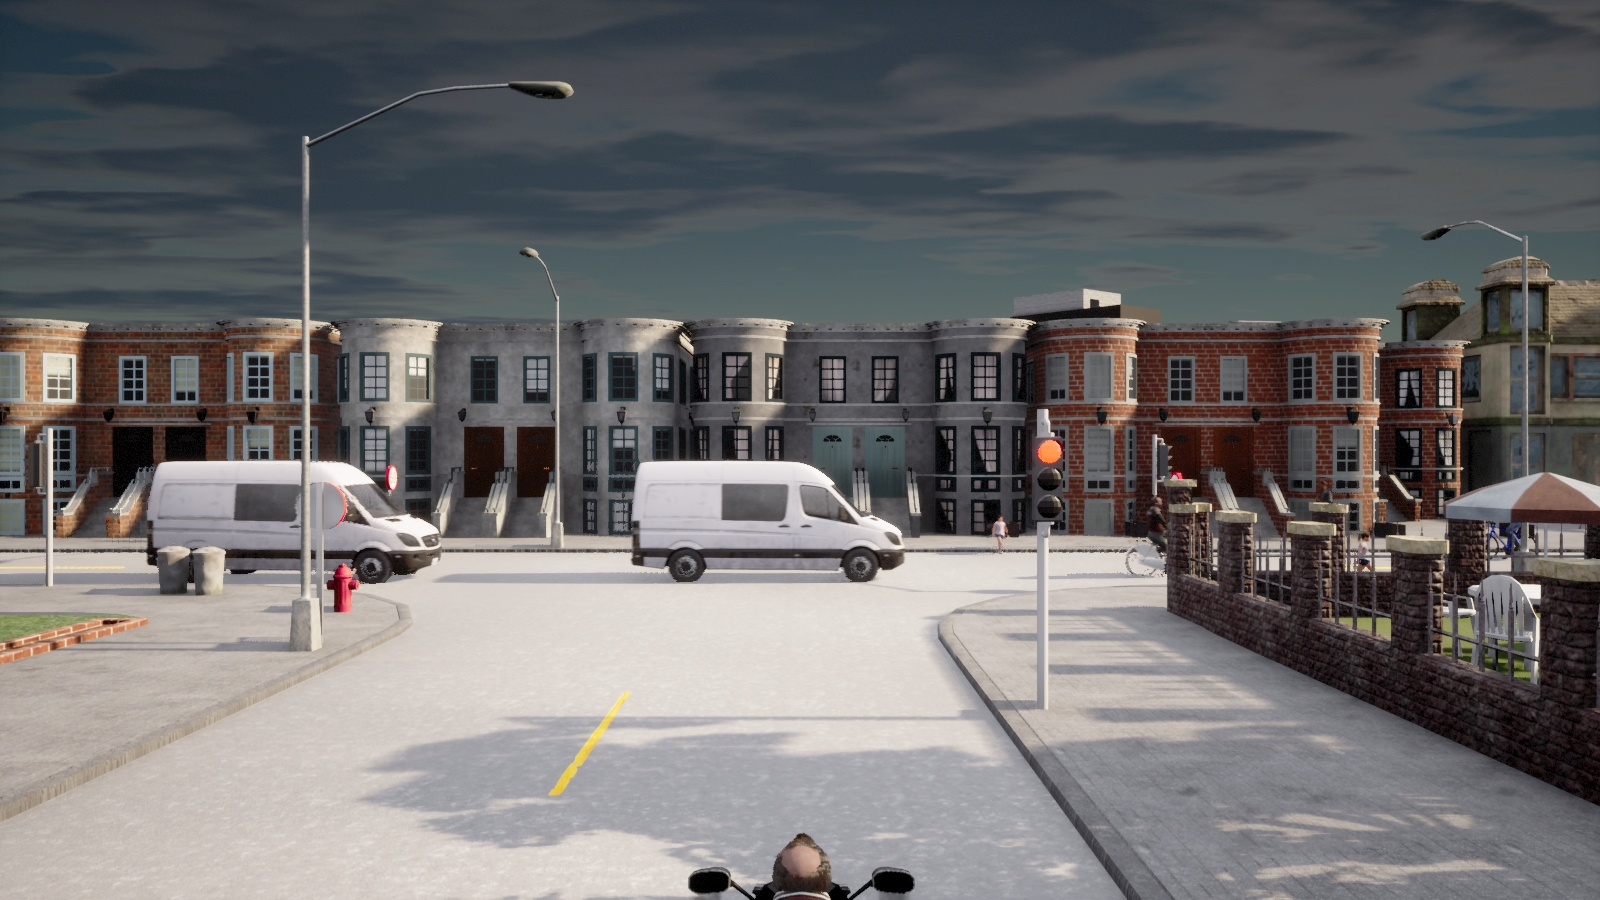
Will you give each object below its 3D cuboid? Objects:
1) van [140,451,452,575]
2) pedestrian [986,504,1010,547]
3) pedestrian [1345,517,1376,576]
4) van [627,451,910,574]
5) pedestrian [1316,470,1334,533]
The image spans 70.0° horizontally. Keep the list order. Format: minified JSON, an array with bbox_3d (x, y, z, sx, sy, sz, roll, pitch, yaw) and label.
[{"bbox_3d":[-10.796,1.304,24.764,5.915,2.561,1.988,0,0,2],"label":"van"},{"bbox_3d":[5.255,1.996,30.279,0.500,1.100,0.500,0,0,-9],"label":"pedestrian"},{"bbox_3d":[10.968,1.887,22.382,0.500,1.100,0.500,0,0,21],"label":"pedestrian"},{"bbox_3d":[-0.653,1.305,24.918,5.915,2.561,1.988,0,0,0],"label":"van"},{"bbox_3d":[15.551,1.512,33.826,0.375,1.860,0.375,0,0,1],"label":"pedestrian"}]
